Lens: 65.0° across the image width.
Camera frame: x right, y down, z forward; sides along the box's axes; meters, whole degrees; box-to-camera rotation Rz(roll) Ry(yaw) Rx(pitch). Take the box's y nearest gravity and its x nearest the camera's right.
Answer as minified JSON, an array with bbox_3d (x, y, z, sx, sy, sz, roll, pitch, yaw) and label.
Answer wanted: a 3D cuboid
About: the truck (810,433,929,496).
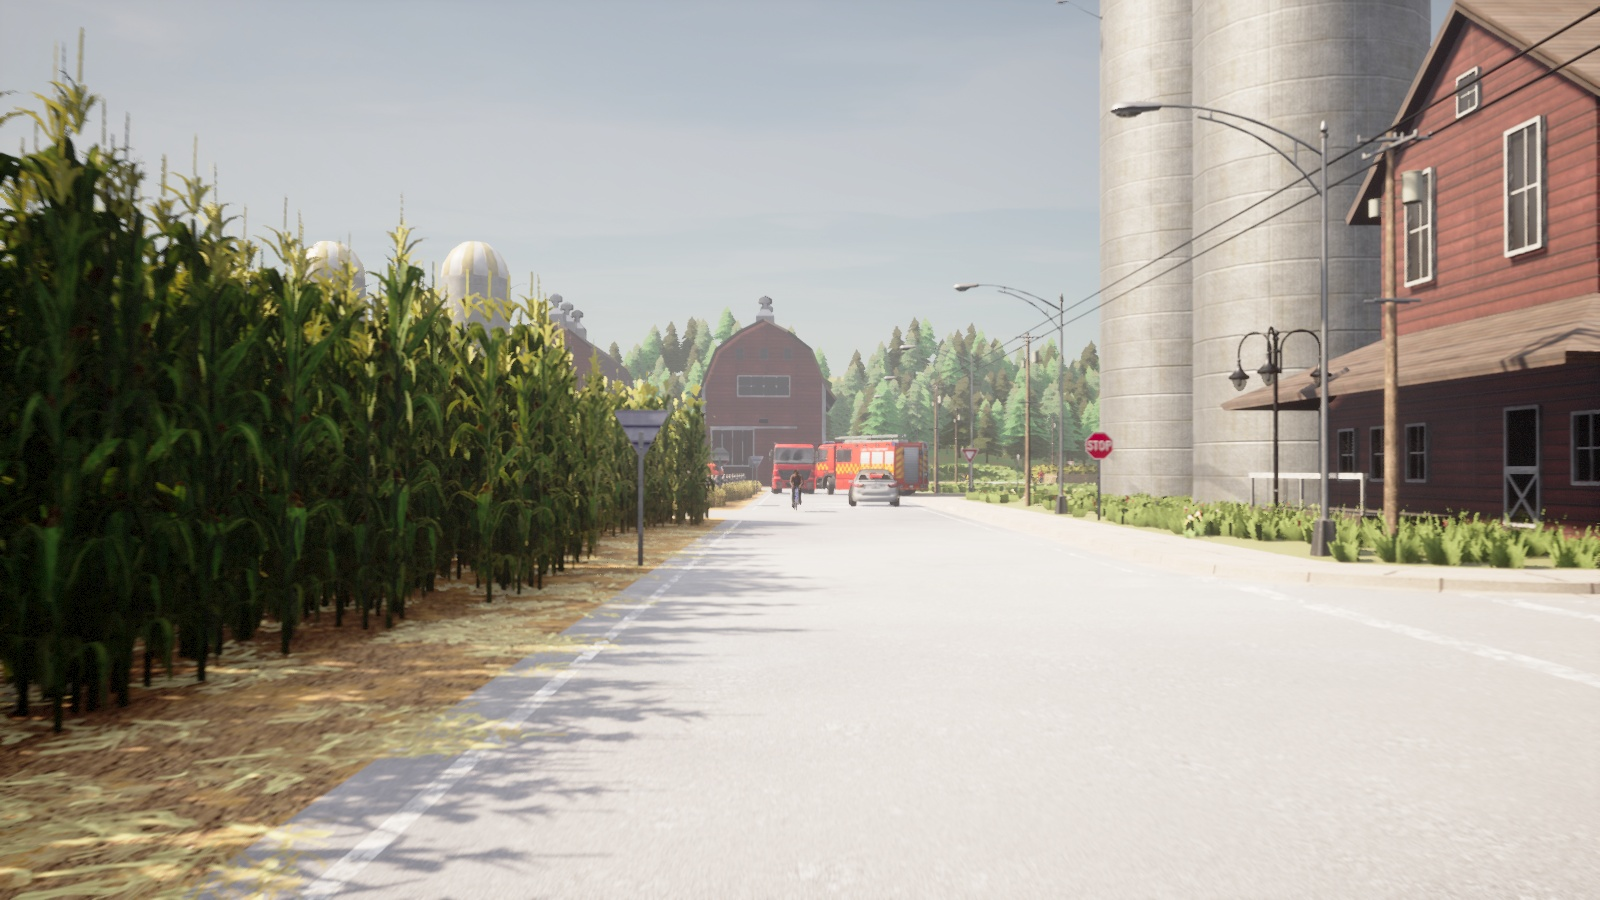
[{"bbox_3d":[4.360,0.990,81.183,2.891,3.827,8.468,0,-1,-36],"label":"truck"}]

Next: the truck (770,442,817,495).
[{"bbox_3d":[-0.529,1.291,87.392,2.891,3.462,7.936,0,-1,-3],"label":"truck"}]

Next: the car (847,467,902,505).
[{"bbox_3d":[3.336,1.599,56.957,2.242,1.667,4.611,0,-1,1],"label":"car"}]
